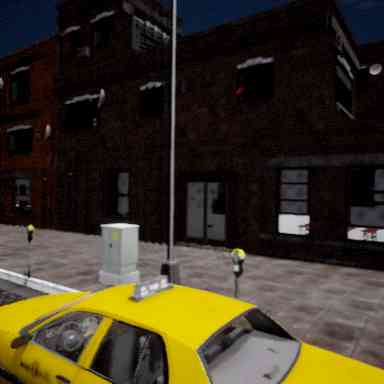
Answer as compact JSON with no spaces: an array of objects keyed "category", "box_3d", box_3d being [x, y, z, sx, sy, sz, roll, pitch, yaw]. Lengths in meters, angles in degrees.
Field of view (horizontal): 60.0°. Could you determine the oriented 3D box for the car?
[{"category":"car","box_3d":[-0.593,1.516,3.284,4.829,1.417,1.752,0,1,36]}]
